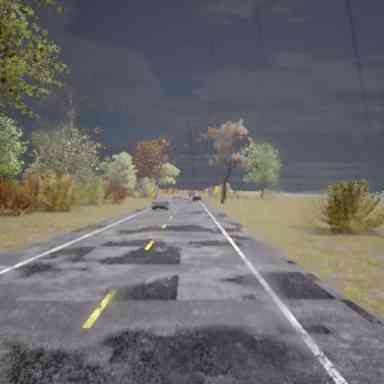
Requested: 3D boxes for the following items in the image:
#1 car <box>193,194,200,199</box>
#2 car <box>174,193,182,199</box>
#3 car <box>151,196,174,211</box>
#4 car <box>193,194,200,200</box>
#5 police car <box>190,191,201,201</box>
[{"bbox_3d":[1.083,1.176,88.248,1.837,1.490,4.892,0,0,0],"label":"car"},{"bbox_3d":[-3.486,1.039,79.295,1.882,1.535,5.008,0,0,0],"label":"car"},{"bbox_3d":[-3.590,1.412,38.697,2.033,1.411,5.357,0,0,0],"label":"car"},{"bbox_3d":[1.069,1.221,82.249,1.812,1.442,4.674,0,0,0],"label":"car"},{"bbox_3d":[1.058,1.161,72.364,1.930,1.638,5.238,0,0,0],"label":"police car"}]
